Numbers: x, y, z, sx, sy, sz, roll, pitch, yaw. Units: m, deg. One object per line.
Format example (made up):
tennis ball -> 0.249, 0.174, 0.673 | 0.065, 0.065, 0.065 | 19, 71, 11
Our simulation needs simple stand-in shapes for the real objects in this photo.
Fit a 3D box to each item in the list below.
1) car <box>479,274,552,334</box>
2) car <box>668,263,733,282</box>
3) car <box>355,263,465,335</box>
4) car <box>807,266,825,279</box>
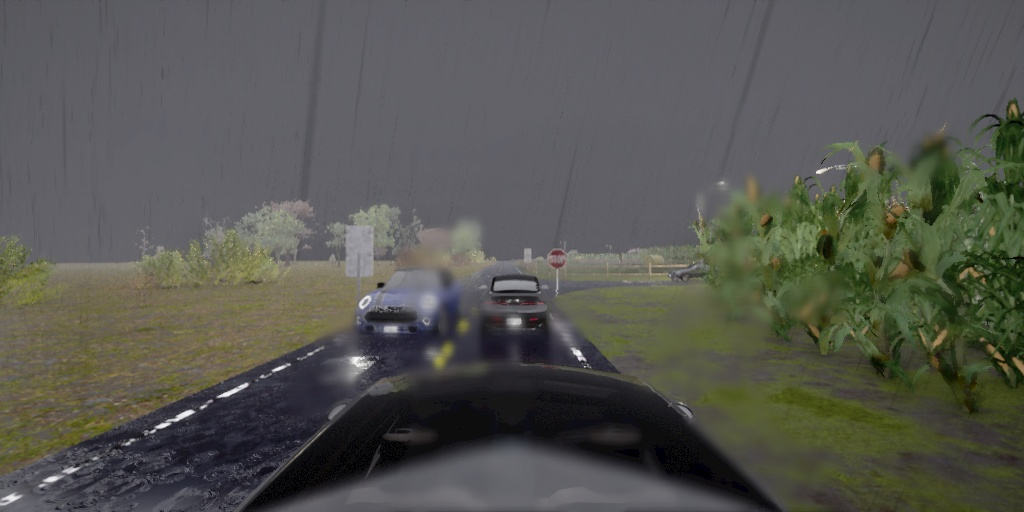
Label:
car -> 0.082, 1.284, 10.719 | 1.837, 1.490, 4.892 | 0, 0, 0
car -> 14.470, 1.227, 27.585 | 4.674, 1.442, 1.812 | -1, -1, -1
car -> -2.740, 1.124, 10.594 | 2.097, 1.767, 4.553 | 0, 0, 2
car -> 24.860, 1.093, 27.767 | 4.902, 1.511, 2.128 | -1, -1, -1
